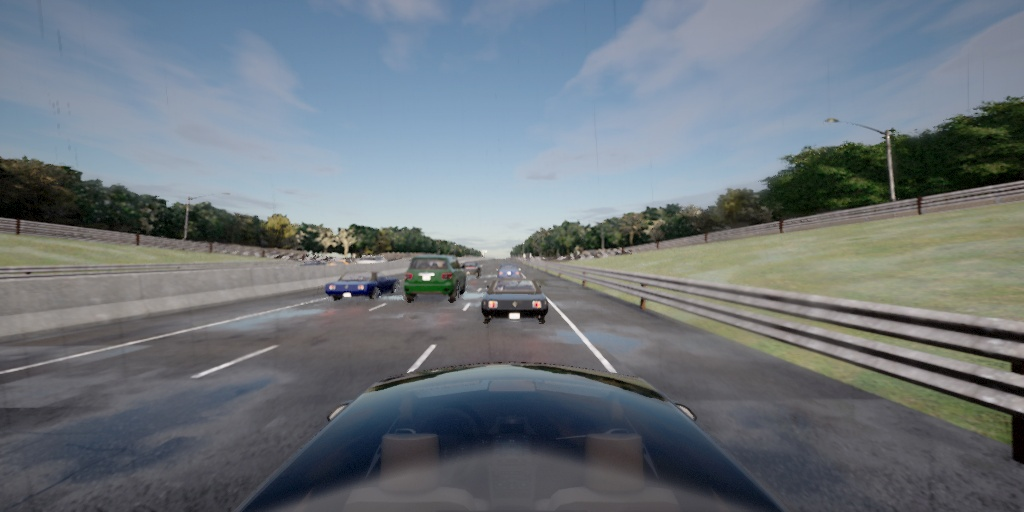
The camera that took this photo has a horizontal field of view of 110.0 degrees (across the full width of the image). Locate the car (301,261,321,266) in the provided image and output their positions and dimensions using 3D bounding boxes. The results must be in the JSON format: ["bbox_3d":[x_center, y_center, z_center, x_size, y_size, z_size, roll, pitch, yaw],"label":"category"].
[{"bbox_3d":[-25.361,1.345,45.894,1.994,1.385,4.181,0,0,-1],"label":"car"}]

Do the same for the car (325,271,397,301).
[{"bbox_3d":[-7.021,1.372,17.423,1.895,1.301,4.718,0,0,-1],"label":"car"}]

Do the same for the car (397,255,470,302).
[{"bbox_3d":[-3.517,0.993,17.221,2.150,2.045,5.566,0,0,-1],"label":"car"}]

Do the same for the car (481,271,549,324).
[{"bbox_3d":[0.057,1.366,12.057,1.895,1.301,4.718,0,0,-1],"label":"car"}]

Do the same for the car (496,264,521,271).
[{"bbox_3d":[-0.271,1.331,28.891,2.033,1.411,5.357,0,0,-1],"label":"car"}]

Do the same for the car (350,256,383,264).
[{"bbox_3d":[-18.375,1.008,46.376,2.150,2.045,5.566,0,0,-1],"label":"car"}]

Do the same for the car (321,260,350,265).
[{"bbox_3d":[-21.864,1.260,45.786,1.882,1.535,5.008,0,0,-1],"label":"car"}]

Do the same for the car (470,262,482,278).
[{"bbox_3d":[-3.900,1.277,34.137,2.128,1.511,4.902,0,0,-1],"label":"car"}]
